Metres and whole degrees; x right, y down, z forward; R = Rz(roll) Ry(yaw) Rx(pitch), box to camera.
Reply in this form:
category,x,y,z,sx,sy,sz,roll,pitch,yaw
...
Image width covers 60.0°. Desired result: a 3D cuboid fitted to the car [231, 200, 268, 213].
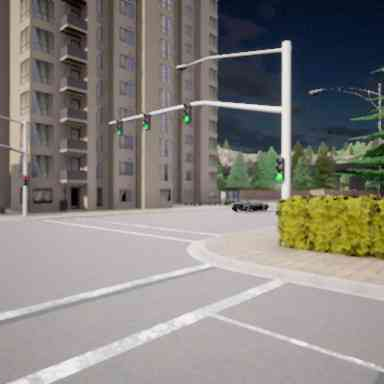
category,x,y,z,sx,sy,sz,roll,pitch,yaw
car,6.232,1.550,35.680,1.895,1.301,4.718,0,0,43
